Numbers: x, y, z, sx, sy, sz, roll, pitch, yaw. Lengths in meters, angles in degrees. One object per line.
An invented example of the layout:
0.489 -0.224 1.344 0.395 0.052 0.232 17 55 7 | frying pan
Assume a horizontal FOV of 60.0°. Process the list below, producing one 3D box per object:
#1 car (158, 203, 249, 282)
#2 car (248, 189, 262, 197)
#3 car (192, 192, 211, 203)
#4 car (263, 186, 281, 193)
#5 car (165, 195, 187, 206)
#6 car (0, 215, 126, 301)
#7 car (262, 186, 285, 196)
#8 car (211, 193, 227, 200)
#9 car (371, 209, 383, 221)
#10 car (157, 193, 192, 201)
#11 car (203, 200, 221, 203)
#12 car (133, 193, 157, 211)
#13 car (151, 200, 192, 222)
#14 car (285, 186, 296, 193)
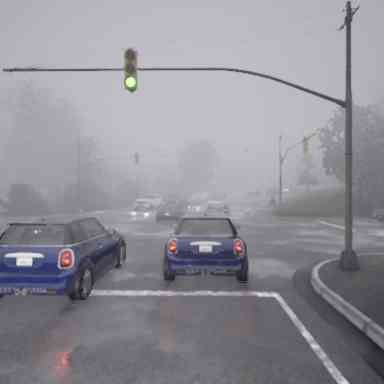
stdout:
0.413 1.370 10.019 2.097 1.767 4.553 0 0 2 | car
12.925 0.134 68.073 1.812 1.442 4.674 0 3 32 | car
0.861 1.263 50.599 1.812 1.442 4.674 0 2 20 | car
18.455 -0.599 76.648 2.128 1.511 4.902 0 3 37 | car
-2.408 1.301 51.850 1.994 1.385 4.181 0 2 19 | car
-3.153 1.366 8.520 2.097 1.767 4.553 0 0 2 | car
16.469 0.068 67.194 2.128 1.511 4.902 0 3 32 | car
4.787 0.864 60.109 1.895 1.301 4.718 0 3 25 | car
15.934 1.494 24.634 4.892 1.490 1.837 -1 0 3 | car
-2.093 1.208 41.518 2.150 2.045 5.566 0 1 15 | car
2.360 1.654 28.904 1.895 1.301 4.718 0 0 10 | car
-5.511 1.212 42.296 2.150 2.045 5.566 0 1 14 | car
-1.535 1.612 26.611 1.994 1.385 4.181 0 0 8 | car
22.071 -0.674 75.687 1.882 1.535 5.008 0 3 37 | car
